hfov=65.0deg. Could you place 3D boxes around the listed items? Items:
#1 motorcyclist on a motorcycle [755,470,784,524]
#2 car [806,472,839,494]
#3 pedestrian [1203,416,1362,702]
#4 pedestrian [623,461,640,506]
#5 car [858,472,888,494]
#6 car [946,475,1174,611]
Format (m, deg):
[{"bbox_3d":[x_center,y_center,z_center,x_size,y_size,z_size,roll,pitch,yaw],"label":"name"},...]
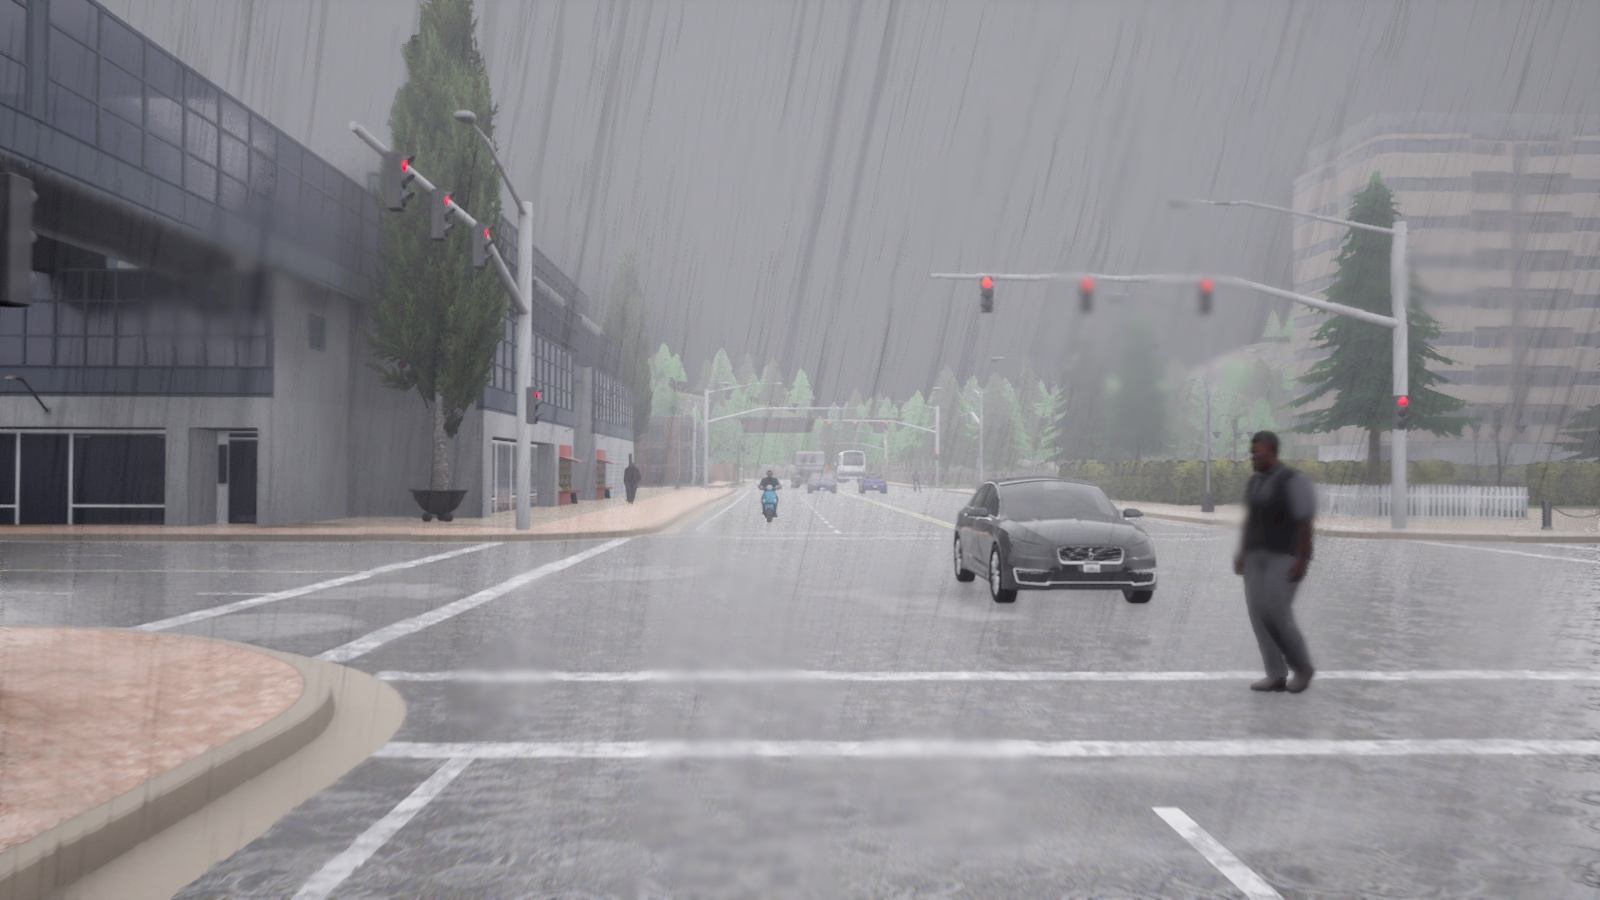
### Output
[{"bbox_3d":[-0.922,1.413,38.280,0.866,1.590,1.817,0,-1,-1],"label":"motorcyclist on a motorcycle"},{"bbox_3d":[1.536,2.294,88.734,2.163,1.488,4.792,0,-1,-1],"label":"car"},{"bbox_3d":[3.328,0.725,8.691,0.849,1.883,0.563,0,-1,-21],"label":"pedestrian"},{"bbox_3d":[-6.964,1.369,51.832,0.634,1.844,0.899,0,-1,-4],"label":"pedestrian"},{"bbox_3d":[5.062,2.272,87.502,1.816,1.474,4.193,0,-1,-1],"label":"car"},{"bbox_3d":[3.194,1.082,16.489,1.837,1.490,4.892,0,-1,-2],"label":"car"}]
